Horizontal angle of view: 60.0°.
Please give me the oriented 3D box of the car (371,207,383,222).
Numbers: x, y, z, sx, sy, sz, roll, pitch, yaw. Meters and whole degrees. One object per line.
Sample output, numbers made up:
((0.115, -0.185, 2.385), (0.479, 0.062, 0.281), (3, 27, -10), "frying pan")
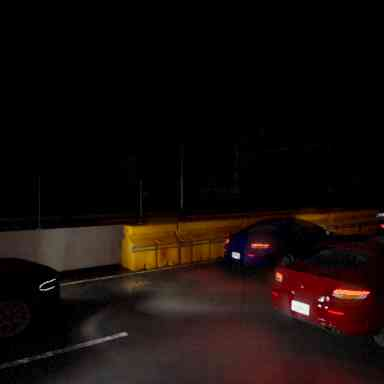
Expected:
((10.853, 1.550, 15.784), (5.357, 1.411, 2.033), (0, 0, -36), "car")

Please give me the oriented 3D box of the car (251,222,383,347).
((3.451, 1.527, 6.217), (4.674, 1.442, 1.812), (0, 0, -36), "car")

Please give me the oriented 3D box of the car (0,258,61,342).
((-4.560, 1.478, 4.792), (5.008, 1.535, 1.882), (0, 0, -35), "car")

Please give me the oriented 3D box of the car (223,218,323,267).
((3.052, 1.527, 10.226), (4.674, 1.442, 1.812), (0, 0, -35), "car")

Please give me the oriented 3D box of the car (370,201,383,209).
((21.622, 1.606, 36.632), (4.718, 1.301, 1.895), (0, 0, -36), "car")
